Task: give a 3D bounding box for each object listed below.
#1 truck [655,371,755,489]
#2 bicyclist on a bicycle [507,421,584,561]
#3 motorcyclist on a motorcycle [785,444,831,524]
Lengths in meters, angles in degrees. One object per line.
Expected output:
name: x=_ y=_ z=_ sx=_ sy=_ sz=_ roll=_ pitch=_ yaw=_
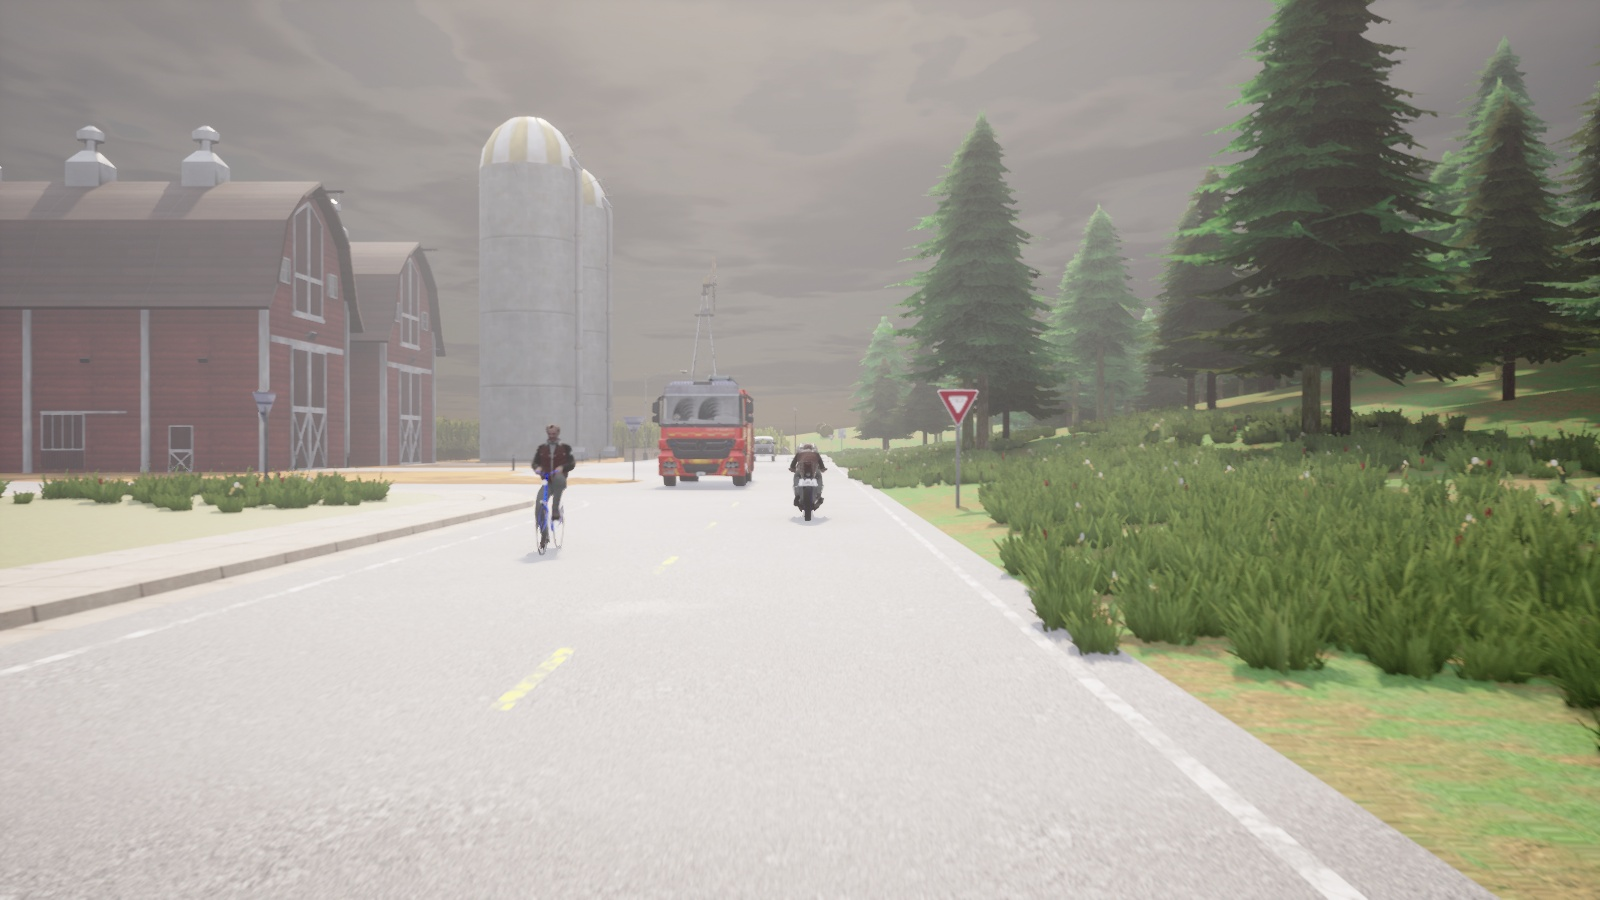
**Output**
truck: x=-3.228 y=-0.675 z=44.953 sx=2.891 sy=3.827 sz=8.468 roll=0 pitch=0 yaw=0
bicyclist on a bicycle: x=-3.396 y=0.519 z=16.907 sx=0.659 sy=1.776 sz=1.843 roll=0 pitch=0 yaw=0
motorcyclist on a motorcycle: x=0.158 y=0.641 z=25.005 sx=0.866 sy=1.530 sz=2.191 roll=0 pitch=0 yaw=0
